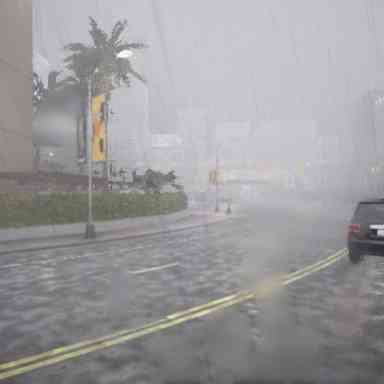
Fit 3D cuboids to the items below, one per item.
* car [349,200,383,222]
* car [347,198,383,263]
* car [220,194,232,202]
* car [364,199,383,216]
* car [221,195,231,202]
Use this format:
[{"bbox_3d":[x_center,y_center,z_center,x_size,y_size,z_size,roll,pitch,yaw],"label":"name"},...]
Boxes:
[{"bbox_3d":[14.469,1.475,27.238,2.128,1.511,4.902,0,0,15],"label":"car"},{"bbox_3d":[6.884,1.209,11.228,2.150,2.045,5.566,0,0,38],"label":"car"},{"bbox_3d":[8.550,1.699,80.063,2.097,1.535,5.008,0,0,3],"label":"car"},{"bbox_3d":[18.830,1.458,32.316,2.128,1.511,4.902,0,0,8],"label":"car"},{"bbox_3d":[8.792,1.594,86.485,2.185,1.767,4.553,0,0,3],"label":"car"}]
